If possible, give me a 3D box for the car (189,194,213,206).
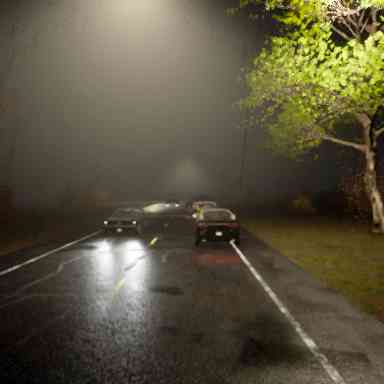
[{"bbox_3d":[1.059,1.218,31.562,2.150,2.045,5.566,0,0,0],"label":"car"}]

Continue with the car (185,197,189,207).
[{"bbox_3d":[0.018,1.494,49.753,1.837,1.490,4.892,0,0,0],"label":"car"}]

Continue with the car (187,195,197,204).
[{"bbox_3d":[0.019,1.469,66.631,1.882,1.535,5.008,0,0,0],"label":"car"}]

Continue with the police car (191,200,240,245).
[{"bbox_3d":[1.055,1.423,15.639,1.930,1.638,5.238,0,0,0],"label":"police car"}]

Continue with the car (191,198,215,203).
[{"bbox_3d":[1.058,1.473,25.531,1.882,1.535,5.008,0,0,0],"label":"car"}]

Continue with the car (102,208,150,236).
[{"bbox_3d":[-3.593,1.598,18.742,1.895,1.301,4.718,0,0,0],"label":"car"}]

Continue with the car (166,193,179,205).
[{"bbox_3d":[-3.518,1.206,60.775,2.150,2.045,5.566,0,0,1],"label":"car"}]
